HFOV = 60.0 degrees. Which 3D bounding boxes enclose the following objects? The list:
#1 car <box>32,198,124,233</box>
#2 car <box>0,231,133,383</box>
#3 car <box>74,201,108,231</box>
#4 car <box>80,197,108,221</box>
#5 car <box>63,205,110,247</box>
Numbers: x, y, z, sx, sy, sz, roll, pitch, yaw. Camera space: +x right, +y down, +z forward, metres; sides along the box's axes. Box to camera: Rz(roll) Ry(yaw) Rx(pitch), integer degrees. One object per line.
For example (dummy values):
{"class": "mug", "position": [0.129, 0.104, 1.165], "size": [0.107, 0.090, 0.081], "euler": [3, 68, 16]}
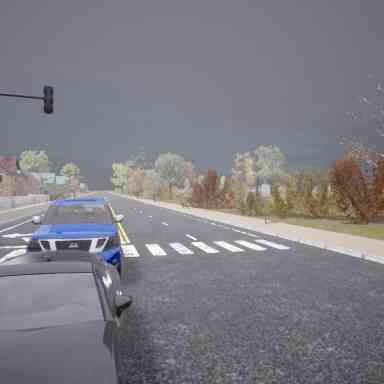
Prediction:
{"class": "car", "position": [-3.348, 1.218, 10.028], "size": [2.150, 2.045, 5.566], "euler": [0, 0, -15]}
{"class": "car", "position": [-1.729, 1.524, 3.934], "size": [1.812, 1.442, 4.674], "euler": [0, 0, -13]}
{"class": "car", "position": [-6.535, 1.468, 21.856], "size": [1.882, 1.535, 5.008], "euler": [0, 0, -15]}
{"class": "car", "position": [-8.077, 1.338, 27.595], "size": [2.097, 1.767, 4.553], "euler": [0, 0, -15]}
{"class": "car", "position": [-4.986, 1.499, 16.106], "size": [1.837, 1.490, 4.892], "euler": [0, 0, -15]}
